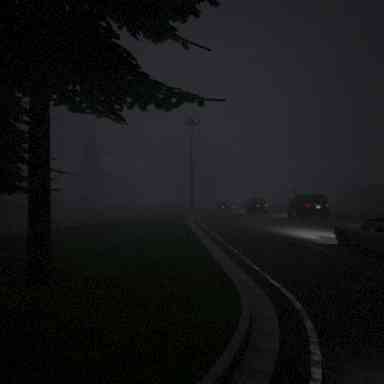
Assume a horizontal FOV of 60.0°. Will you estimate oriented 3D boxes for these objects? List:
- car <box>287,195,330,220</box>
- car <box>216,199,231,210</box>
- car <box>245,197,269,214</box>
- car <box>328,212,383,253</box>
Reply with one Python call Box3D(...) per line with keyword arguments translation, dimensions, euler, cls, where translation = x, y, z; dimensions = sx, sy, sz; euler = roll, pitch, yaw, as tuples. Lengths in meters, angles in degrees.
Box3D(translation=(9.642, 1.226, 27.945), dimensions=(2.150, 2.045, 5.566), euler=(0, 0, 1), cls="car")
Box3D(translation=(4.152, 1.607, 43.498), dimensions=(1.895, 1.301, 4.718), euler=(0, 0, 7), cls="car")
Box3D(translation=(6.713, 1.358, 34.872), dimensions=(2.097, 1.767, 4.553), euler=(0, 0, 5), cls="car")
Box3D(translation=(7.187, 1.603, 12.170), dimensions=(1.895, 1.301, 4.718), euler=(0, 0, -6), cls="car")
